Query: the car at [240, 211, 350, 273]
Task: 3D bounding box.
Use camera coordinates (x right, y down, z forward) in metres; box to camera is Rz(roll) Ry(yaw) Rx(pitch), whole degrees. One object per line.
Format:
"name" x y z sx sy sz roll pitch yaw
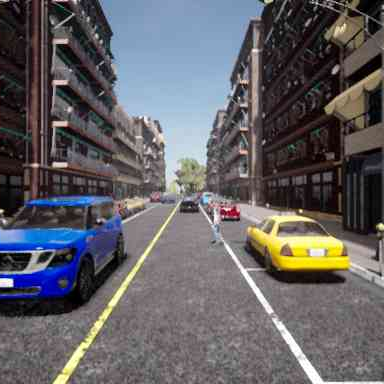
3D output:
"car" 2.901 1.371 10.337 1.801 1.575 5.366 0 0 -1

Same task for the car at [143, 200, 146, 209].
"car" -6.026 1.236 36.012 1.752 1.417 4.829 1 0 -1

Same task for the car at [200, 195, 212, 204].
"car" 2.187 1.158 53.207 1.802 1.307 4.206 1 0 -1

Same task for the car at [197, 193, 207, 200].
"car" 2.023 1.013 70.192 1.947 1.339 4.313 1 0 -1

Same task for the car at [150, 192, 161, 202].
"car" -6.243 0.849 58.826 2.192 1.841 5.009 1 0 -1

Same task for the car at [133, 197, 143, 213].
"car" -5.971 1.281 30.351 1.752 1.417 4.829 1 0 -1

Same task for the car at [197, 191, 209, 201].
"car" 2.082 0.805 64.528 2.192 1.841 5.009 1 0 -1

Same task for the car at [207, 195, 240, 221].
"car" 2.464 1.239 24.901 1.967 1.590 4.097 1 0 -1

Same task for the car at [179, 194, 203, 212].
"car" -0.252 1.218 33.874 2.128 1.511 4.902 0 0 0

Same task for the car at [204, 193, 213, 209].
"car" 2.409 1.194 30.561 1.967 1.590 4.097 1 0 -1

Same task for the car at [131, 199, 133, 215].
"car" -5.918 1.345 24.861 1.887 1.381 4.507 1 0 -1

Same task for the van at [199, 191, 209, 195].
"van" 2.245 0.961 47.545 1.690 1.788 3.998 1 0 -1

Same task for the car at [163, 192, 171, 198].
"car" -6.520 0.846 86.964 1.752 1.417 4.829 1 0 -1

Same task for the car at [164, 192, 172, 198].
"car" -6.576 0.822 92.794 1.887 1.381 4.507 1 0 -1

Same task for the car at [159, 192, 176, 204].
"car" -3.577 1.155 51.447 1.994 1.385 4.181 0 0 0

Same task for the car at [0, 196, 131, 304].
"car" -3.181 1.153 8.349 2.150 2.045 5.566 0 0 -1

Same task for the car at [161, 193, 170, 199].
"car" -6.466 0.913 81.472 2.008 1.369 4.403 1 0 -1

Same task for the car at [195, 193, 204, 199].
"car" 1.914 0.912 81.514 2.008 1.369 4.403 1 0 -1

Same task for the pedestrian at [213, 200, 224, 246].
"pedestrian" 1.003 1.187 13.226 0.375 1.860 0.375 1 -1 -4
